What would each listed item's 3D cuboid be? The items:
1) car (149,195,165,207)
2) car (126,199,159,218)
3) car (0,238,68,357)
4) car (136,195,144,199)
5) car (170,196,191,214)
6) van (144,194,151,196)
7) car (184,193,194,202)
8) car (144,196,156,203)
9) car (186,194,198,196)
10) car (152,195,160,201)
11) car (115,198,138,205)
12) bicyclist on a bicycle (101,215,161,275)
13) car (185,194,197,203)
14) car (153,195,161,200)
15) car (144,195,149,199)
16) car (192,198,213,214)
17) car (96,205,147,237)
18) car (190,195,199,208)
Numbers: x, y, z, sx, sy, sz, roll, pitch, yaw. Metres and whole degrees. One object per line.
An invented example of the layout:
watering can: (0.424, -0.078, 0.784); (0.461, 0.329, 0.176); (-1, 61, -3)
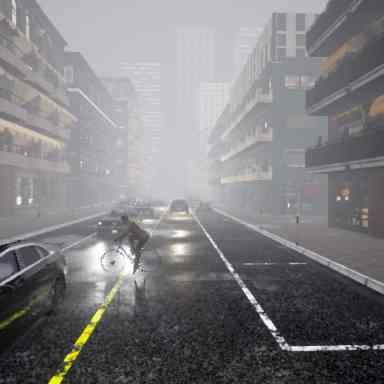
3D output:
car: (-5.219, 1.590, 50.905); (1.895, 1.301, 4.718); (0, 0, -2)
car: (-4.277, 1.557, 29.467); (1.994, 1.385, 4.181); (0, 0, -2)
car: (-3.247, 1.490, 4.613); (2.128, 1.511, 4.902); (0, 0, -3)
car: (-7.347, 1.431, 40.453); (1.967, 1.590, 4.097); (-1, 0, -2)
car: (-1.342, 1.470, 35.264); (1.882, 1.535, 5.008); (0, 0, -2)
van: (-7.826, 1.330, 51.647); (1.690, 1.788, 3.998); (-1, 0, -2)
car: (-0.681, 1.300, 79.960); (2.192, 1.841, 5.009); (-1, 0, -2)
car: (-8.581, 1.537, 68.437); (2.008, 1.369, 4.403); (-1, 0, -2)
car: (0.275, 1.303, 57.572); (2.192, 1.841, 5.009); (-1, 0, -2)
car: (-9.290, 1.566, 85.228); (1.802, 1.307, 4.206); (-1, 0, -2)
car: (-7.106, 1.574, 34.857); (1.802, 1.307, 4.206); (-1, 0, -2)
bicyclist on a bicycle: (-1.682, 1.450, 9.141); (1.656, 1.620, 0.582); (0, 0, -2)
car: (-0.203, 1.301, 68.766); (2.192, 1.841, 5.009); (-1, 0, -2)
car: (-9.529, 1.566, 90.825); (1.802, 1.307, 4.206); (-1, 0, -2)
car: (-7.585, 1.540, 46.050); (2.008, 1.369, 4.403); (-1, 0, -2)
car: (1.235, 1.574, 35.184); (1.802, 1.307, 4.206); (-1, 0, -2)
car: (-3.826, 1.596, 18.257); (1.895, 1.301, 4.718); (0, 0, -2)
car: (0.749, 1.515, 46.548); (1.752, 1.417, 4.829); (-1, 0, -2)
